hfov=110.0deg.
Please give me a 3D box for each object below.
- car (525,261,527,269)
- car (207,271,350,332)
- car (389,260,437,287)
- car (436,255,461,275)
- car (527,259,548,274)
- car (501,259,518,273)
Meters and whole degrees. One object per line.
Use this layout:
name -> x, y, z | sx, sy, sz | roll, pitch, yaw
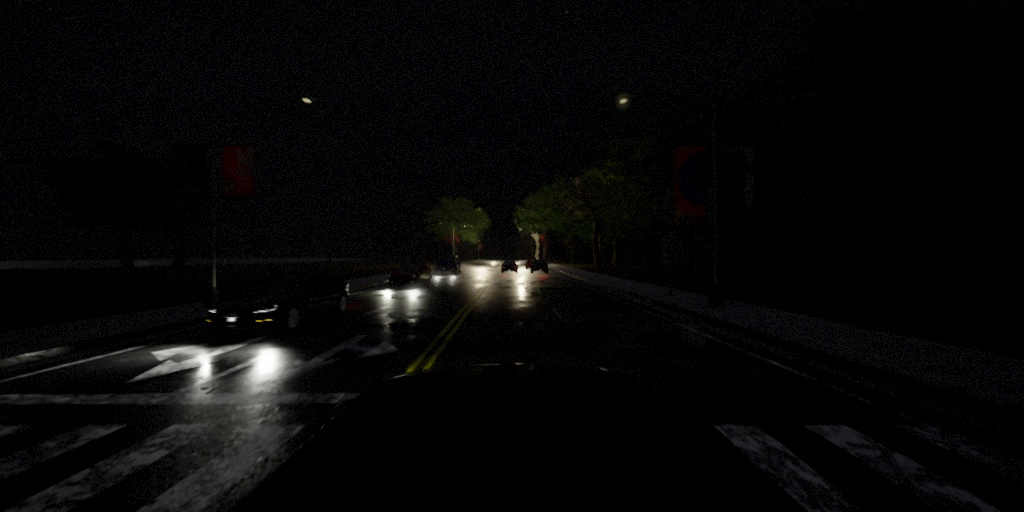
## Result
car -> 2.907, 1.117, 51.949 | 1.882, 1.535, 5.008 | 0, 0, 0
car -> -6.649, 1.242, 10.886 | 1.837, 1.490, 4.892 | 0, 0, -1
car -> -6.739, 1.187, 24.189 | 1.882, 1.535, 5.008 | 0, 0, 0
car -> -6.814, 0.899, 38.494 | 2.150, 2.045, 5.566 | 0, 0, 0
car -> 2.982, 1.170, 40.277 | 1.837, 1.490, 4.892 | 0, 0, 0
car -> -0.271, 1.268, 40.701 | 1.895, 1.301, 4.718 | 0, 0, 0
